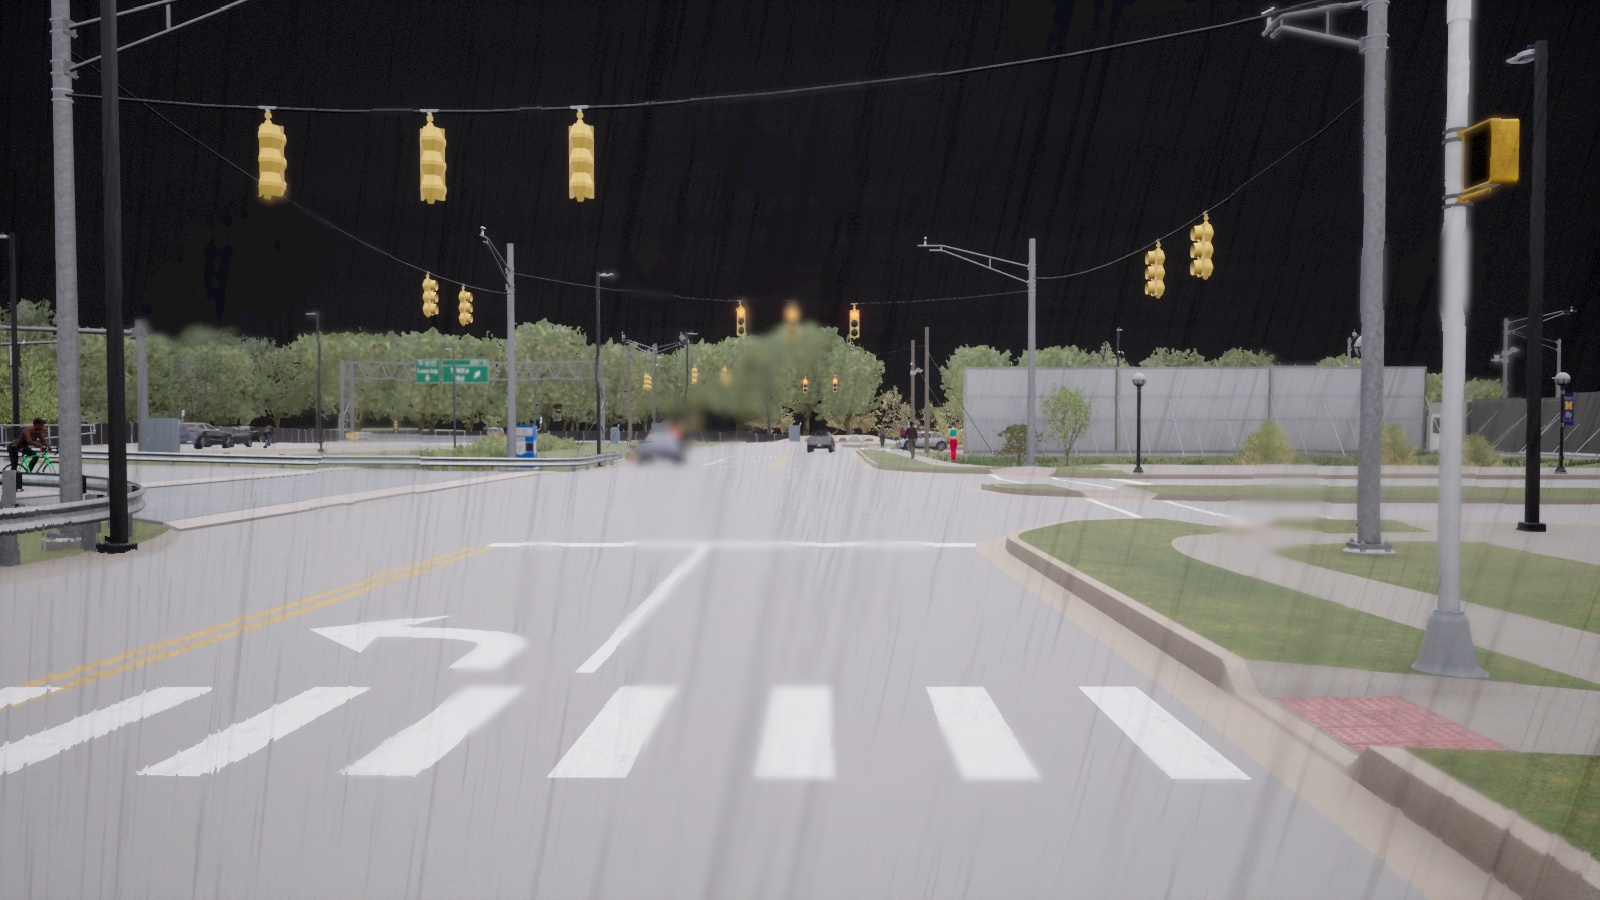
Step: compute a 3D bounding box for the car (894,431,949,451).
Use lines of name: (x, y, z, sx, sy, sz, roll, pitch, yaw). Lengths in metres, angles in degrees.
car: (9.386, -0.709, 97.241, 3.806, 1.475, 1.970, 1, 2, -9)

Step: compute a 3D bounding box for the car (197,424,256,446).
car: (-40.372, -1.038, 88.521, 2.007, 1.525, 4.514, 0, 1, 1)

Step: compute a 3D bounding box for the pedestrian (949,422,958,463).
pedestrian: (6.952, -0.346, 56.911, 0.345, 1.836, 0.594, 0, 2, 0)

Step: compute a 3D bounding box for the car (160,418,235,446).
car: (-37.053, -1.088, 77.417, 2.152, 1.651, 5.027, 0, 1, 1)

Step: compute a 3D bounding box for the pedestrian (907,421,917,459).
pedestrian: (5.503, -0.492, 61.667, 0.431, 1.840, 0.703, 0, 2, 0)

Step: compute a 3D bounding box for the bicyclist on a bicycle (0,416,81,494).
bicyclist on a bicycle: (-16.784, 0.111, 27.556, 1.656, 1.620, 0.582, -2, 0, 8)

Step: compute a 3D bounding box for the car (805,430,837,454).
car: (1.423, -0.556, 83.866, 1.845, 1.501, 3.633, 0, 1, 5)

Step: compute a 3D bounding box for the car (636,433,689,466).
car: (-6.296, -0.042, 57.913, 1.812, 1.442, 4.674, 0, 1, 1)
